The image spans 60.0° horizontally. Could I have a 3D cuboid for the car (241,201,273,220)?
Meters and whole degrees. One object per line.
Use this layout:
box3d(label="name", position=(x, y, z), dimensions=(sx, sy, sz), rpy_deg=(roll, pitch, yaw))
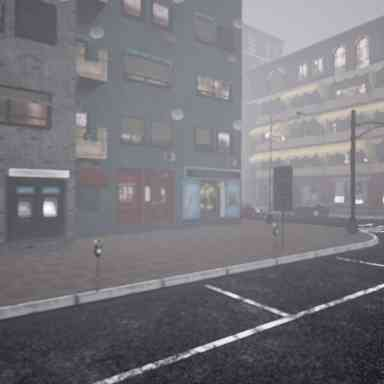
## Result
box3d(label="car", position=(4.603, 1.440, 27.003), dimensions=(1.967, 1.590, 4.097), rpy_deg=(0, 0, -36))

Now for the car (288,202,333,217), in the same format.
box3d(label="car", position=(11.204, 1.608, 31.764), dimensions=(2.008, 1.369, 4.403), rpy_deg=(0, 0, -36))
